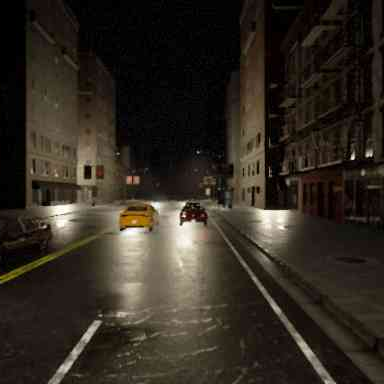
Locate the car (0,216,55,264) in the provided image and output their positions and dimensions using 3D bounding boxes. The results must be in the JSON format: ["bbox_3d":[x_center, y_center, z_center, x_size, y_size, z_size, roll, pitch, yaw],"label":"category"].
[{"bbox_3d":[-6.570,1.543,11.342,2.033,1.411,5.357,0,0,0],"label":"car"}]

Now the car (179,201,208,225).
[{"bbox_3d":[0.097,1.592,24.080,1.895,1.301,4.718,0,0,0],"label":"car"}]

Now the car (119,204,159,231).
[{"bbox_3d":[-3.153,1.470,20.618,1.882,1.535,5.008,0,0,0],"label":"car"}]
